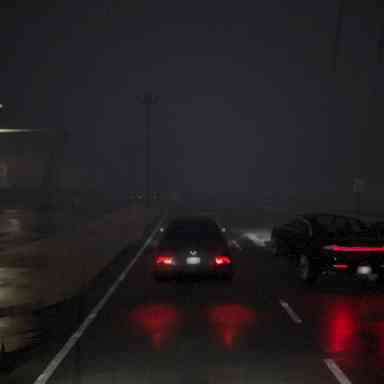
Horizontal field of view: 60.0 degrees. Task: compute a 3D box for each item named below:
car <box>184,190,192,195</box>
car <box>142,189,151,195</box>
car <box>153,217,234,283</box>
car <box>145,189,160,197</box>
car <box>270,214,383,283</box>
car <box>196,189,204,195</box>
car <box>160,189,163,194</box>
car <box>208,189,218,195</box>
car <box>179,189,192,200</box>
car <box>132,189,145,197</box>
[{"bbox_3d":[-1.156,0.098,89.614,2.033,1.411,5.357,0,1,0],"label":"car"},{"bbox_3d":[-12.652,-0.074,92.802,1.812,1.442,4.674,0,1,0],"label":"car"},{"bbox_3d":[0.022,1.397,9.249,2.033,1.411,5.357,0,1,0],"label":"car"},{"bbox_3d":[-9.174,0.287,77.179,1.812,1.442,4.674,0,1,0],"label":"car"},{"bbox_3d":[3.520,1.342,9.196,2.128,1.511,4.902,0,1,0],"label":"car"},{"bbox_3d":[2.344,0.058,89.691,1.837,1.490,4.892,0,1,0],"label":"car"},{"bbox_3d":[-9.152,-0.098,92.797,1.837,1.490,4.892,0,1,0],"label":"car"},{"bbox_3d":[5.844,0.036,89.619,1.882,1.535,5.008,0,1,0],"label":"car"},{"bbox_3d":[-1.201,0.621,58.727,1.994,1.385,4.181,0,1,0],"label":"car"},{"bbox_3d":[-12.674,0.262,77.176,1.837,1.490,4.892,0,1,0],"label":"car"}]
